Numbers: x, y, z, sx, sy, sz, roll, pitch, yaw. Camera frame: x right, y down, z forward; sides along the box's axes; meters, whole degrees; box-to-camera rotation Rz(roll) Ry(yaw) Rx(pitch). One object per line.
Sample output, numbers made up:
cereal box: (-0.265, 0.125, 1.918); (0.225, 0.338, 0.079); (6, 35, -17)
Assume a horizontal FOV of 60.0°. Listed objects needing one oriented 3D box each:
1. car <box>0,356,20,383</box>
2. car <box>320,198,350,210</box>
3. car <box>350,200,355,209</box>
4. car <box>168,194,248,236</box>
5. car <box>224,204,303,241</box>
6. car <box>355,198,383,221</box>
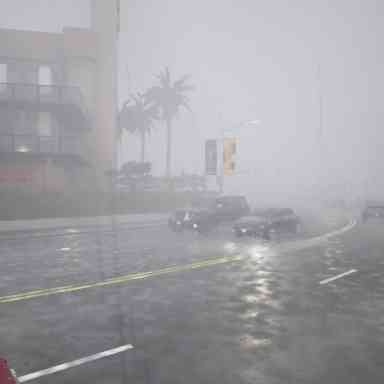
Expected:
car: (-3.138, 1.598, 1.198); (4.718, 1.301, 1.895); (0, 0, -34)
car: (18.102, 1.484, 42.874); (1.837, 1.490, 4.892); (0, 0, 4)
car: (21.518, 1.486, 41.938); (1.837, 1.490, 4.892); (0, 0, 4)
car: (1.192, 1.209, 18.714); (2.150, 2.045, 5.566); (0, 0, 43)
car: (3.919, 1.496, 16.715); (1.837, 1.490, 4.892); (1, 0, 41)
car: (14.642, 1.482, 26.791); (2.128, 1.511, 4.902); (0, 0, 24)
